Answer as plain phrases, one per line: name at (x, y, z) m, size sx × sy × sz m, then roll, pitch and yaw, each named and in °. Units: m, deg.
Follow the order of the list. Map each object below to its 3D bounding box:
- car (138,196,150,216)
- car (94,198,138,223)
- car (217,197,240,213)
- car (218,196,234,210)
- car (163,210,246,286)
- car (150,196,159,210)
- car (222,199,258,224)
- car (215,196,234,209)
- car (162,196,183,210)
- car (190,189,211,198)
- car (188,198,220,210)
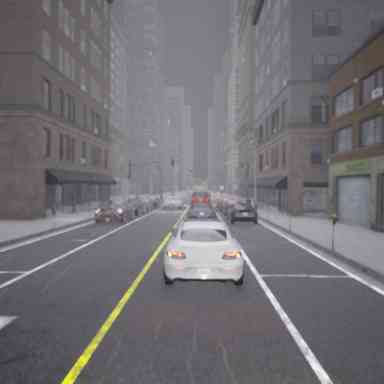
car at (-5.063, 1.257, 28.170) m, size 1.947 × 1.339 × 4.313 m, roll 0°, pitch 1°, yaw 2°
car at (-5.209, 1.184, 22.666) m, size 1.967 × 1.590 × 4.097 m, roll 0°, pitch 1°, yaw 2°
car at (3.604, 1.238, 33.449) m, size 1.887 × 1.381 × 4.507 m, roll 0°, pitch 1°, yaw 2°
car at (3.459, 1.289, 27.946) m, size 1.887 × 1.381 × 4.507 m, roll 0°, pitch 1°, yaw 2°
car at (0.298, 1.436, 9.013) m, size 1.812 × 1.442 × 4.674 m, roll 0°, pitch 0°, yaw 1°
car at (-4.918, 1.190, 33.673) m, size 2.008 × 1.369 × 4.403 m, roll 0°, pitch 1°, yaw 2°
car at (3.314, 1.363, 22.443) m, size 1.947 × 1.339 × 4.313 m, roll 0°, pitch 1°, yaw 2°
car at (3.749, 1.186, 38.952) m, size 1.887 × 1.381 × 4.507 m, roll 0°, pitch 1°, yaw 2°
car at (-2.064, 1.168, 36.722) m, size 1.812 × 1.442 × 4.674 m, roll 0°, pitch 1°, yaw 2°
car at (0.937, 0.868, 36.625) m, size 2.150 × 2.045 × 5.566 m, roll 0°, pitch 1°, yaw 2°
car at (0.681, 1.335, 23.458) m, size 1.994 × 1.385 × 4.181 m, roll 0°, pitch 1°, yaw 2°
